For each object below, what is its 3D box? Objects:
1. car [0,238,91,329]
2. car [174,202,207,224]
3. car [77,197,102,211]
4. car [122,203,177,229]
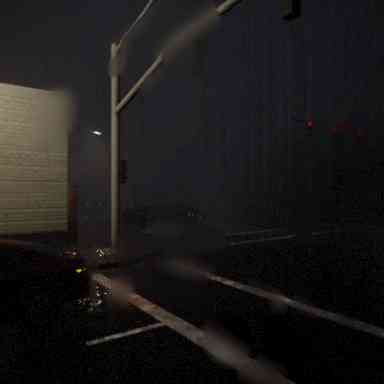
[{"bbox_3d":[-4.041,1.525,5.391,4.674,1.442,1.812,0,0,-37],"label":"car"},{"bbox_3d":[-0.799,1.556,25.321,2.128,1.511,4.902,0,0,-36],"label":"car"},{"bbox_3d":[-13.284,1.416,42.913,2.097,1.767,4.553,0,0,-35],"label":"car"},{"bbox_3d":[-3.162,1.626,22.609,1.994,1.385,4.181,0,0,-36],"label":"car"}]
